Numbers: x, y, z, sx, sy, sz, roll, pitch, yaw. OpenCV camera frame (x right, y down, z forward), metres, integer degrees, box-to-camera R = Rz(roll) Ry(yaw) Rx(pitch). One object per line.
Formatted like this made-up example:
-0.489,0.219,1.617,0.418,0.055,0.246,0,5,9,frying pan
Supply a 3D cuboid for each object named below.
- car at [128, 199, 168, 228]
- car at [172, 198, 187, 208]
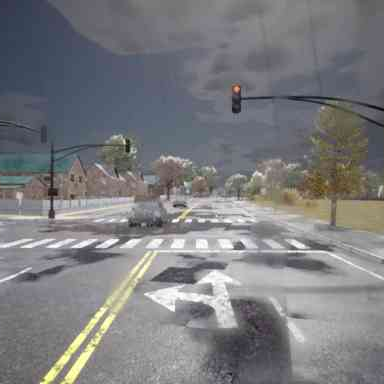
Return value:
-2.847,1.369,22.206,2.097,1.767,4.553,0,0,2,car
-1.689,1.619,48.381,2.033,1.411,5.357,0,0,3,car
